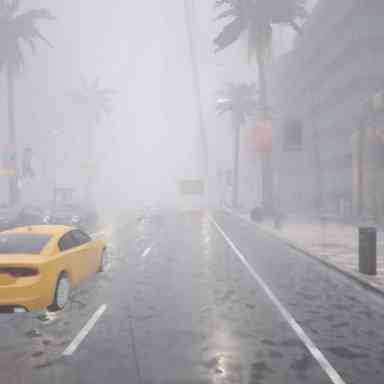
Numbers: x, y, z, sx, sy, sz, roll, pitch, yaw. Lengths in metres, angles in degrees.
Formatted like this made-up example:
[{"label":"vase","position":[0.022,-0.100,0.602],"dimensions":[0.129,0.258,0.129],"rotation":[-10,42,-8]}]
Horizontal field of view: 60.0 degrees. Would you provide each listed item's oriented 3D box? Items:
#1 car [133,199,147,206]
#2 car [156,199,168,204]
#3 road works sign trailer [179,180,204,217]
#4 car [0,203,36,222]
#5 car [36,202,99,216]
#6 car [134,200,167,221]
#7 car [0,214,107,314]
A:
[{"label":"car","position":[-9.386,1.875,61.728],"dimensions":[1.895,1.301,4.718],"rotation":[0,0,12]},{"label":"car","position":[-5.959,1.873,61.344],"dimensions":[1.895,1.301,4.718],"rotation":[0,0,13]},{"label":"road works sign trailer","position":[-0.009,0.614,33.652],"dimensions":[2.380,3.560,2.880],"rotation":[0,0,0]},{"label":"car","position":[-10.603,1.615,19.787],"dimensions":[1.812,1.442,4.674],"rotation":[0,0,0]},{"label":"car","position":[-7.103,1.442,19.912],"dimensions":[2.097,1.767,4.553],"rotation":[0,0,0]},{"label":"car","position":[-3.421,1.652,28.322],"dimensions":[1.812,1.442,4.674],"rotation":[0,0,0]},{"label":"car","position":[-3.406,1.513,7.831],"dimensions":[1.882,1.535,5.008],"rotation":[0,0,0]}]
